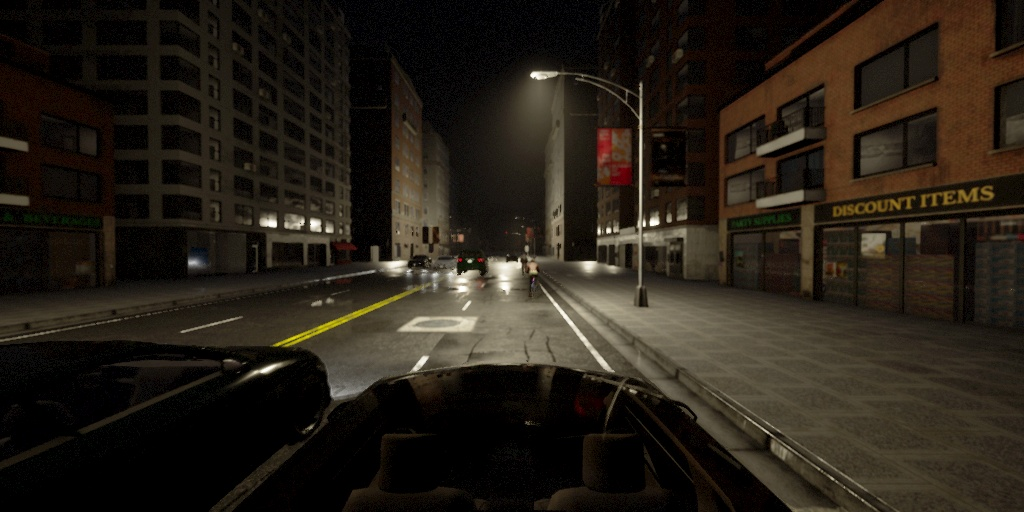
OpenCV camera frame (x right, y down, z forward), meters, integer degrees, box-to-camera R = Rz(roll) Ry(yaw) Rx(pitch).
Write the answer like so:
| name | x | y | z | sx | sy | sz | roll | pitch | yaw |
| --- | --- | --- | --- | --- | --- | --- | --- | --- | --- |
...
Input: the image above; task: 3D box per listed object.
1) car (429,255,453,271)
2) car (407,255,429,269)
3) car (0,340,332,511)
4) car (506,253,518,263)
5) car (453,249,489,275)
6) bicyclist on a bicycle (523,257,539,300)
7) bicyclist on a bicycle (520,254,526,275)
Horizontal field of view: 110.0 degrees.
| name | x | y | z | sx | sy | sz | roll | pitch | yaw |
| --- | --- | --- | --- | --- | --- | --- | --- | --- | --- |
| car | -6.645 | 0.672 | 35.989 | 1.812 | 1.442 | 4.674 | 0 | 1 | 0 |
| car | -9.897 | 0.603 | 38.838 | 1.837 | 1.490 | 4.892 | 0 | 1 | 0 |
| car | -3.147 | 1.299 | 2.581 | 1.994 | 1.385 | 4.181 | 0 | 1 | 0 |
| car | 0.016 | 0.316 | 54.864 | 1.837 | 1.490 | 4.892 | 0 | 0 | 0 |
| car | -3.189 | 0.476 | 29.700 | 2.150 | 2.045 | 5.566 | 0 | 1 | 0 |
| bicyclist on a bicycle | 0.876 | 0.966 | 15.030 | 0.582 | 1.620 | 1.656 | 0 | 1 | 0 |
| bicyclist on a bicycle | 0.859 | 0.698 | 25.596 | 0.659 | 1.776 | 1.843 | 0 | 1 | 0 |
